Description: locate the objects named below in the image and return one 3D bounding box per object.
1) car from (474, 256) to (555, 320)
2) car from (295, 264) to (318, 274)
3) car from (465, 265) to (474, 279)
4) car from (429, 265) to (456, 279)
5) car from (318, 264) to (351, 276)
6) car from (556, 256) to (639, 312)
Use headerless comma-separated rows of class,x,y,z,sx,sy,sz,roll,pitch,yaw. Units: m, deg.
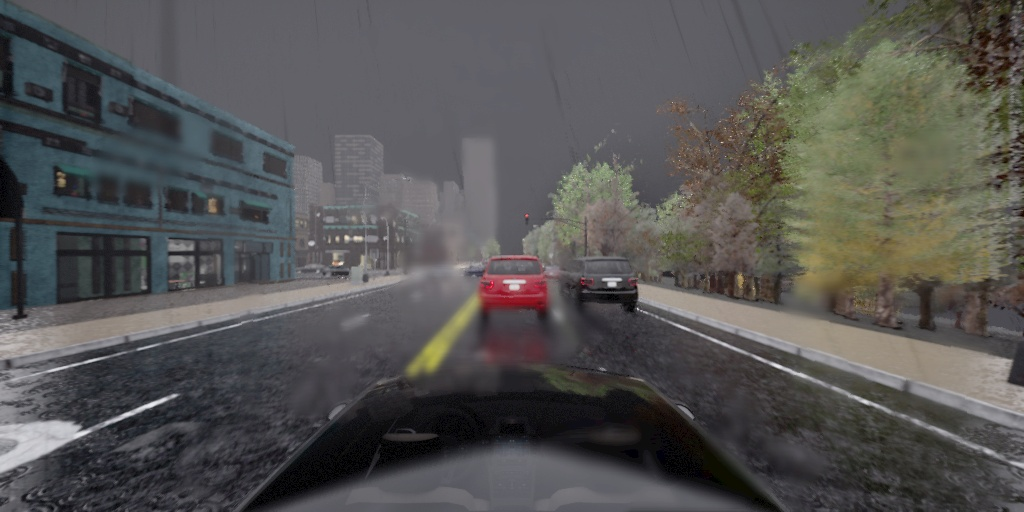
car,0.078,1.024,12.991,2.150,2.045,5.566,0,-1,0
car,-28.374,1.825,50.910,4.403,1.370,2.007,0,0,0
car,-3.311,1.519,34.342,1.895,1.301,4.718,0,0,0
car,-6.561,1.516,34.215,1.895,1.301,4.718,0,0,0
car,-20.024,1.781,42.415,4.313,1.339,1.948,0,0,0
car,3.338,1.036,14.682,2.150,2.045,5.566,0,0,0
